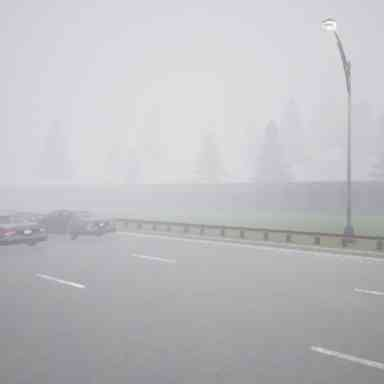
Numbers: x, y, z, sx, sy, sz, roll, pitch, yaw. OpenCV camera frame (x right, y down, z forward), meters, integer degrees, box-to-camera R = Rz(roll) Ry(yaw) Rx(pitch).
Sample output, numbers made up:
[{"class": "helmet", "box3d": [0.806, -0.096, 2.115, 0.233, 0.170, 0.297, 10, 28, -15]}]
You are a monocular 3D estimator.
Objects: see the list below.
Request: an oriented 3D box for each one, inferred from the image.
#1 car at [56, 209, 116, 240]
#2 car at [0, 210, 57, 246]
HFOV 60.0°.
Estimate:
[{"class": "car", "box3d": [-6.236, 1.560, 16.916, 5.357, 1.411, 2.033, 0, 0, 36]}, {"class": "car", "box3d": [-8.269, 1.560, 14.066, 5.357, 1.411, 2.033, 0, 0, 36]}]
